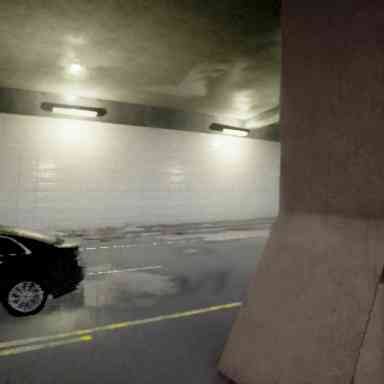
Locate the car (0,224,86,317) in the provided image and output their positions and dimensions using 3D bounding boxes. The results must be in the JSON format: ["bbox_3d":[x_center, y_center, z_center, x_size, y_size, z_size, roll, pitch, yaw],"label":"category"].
[{"bbox_3d":[-4.441,1.366,5.875,4.892,1.490,1.837,0,1,-24],"label":"car"}]
